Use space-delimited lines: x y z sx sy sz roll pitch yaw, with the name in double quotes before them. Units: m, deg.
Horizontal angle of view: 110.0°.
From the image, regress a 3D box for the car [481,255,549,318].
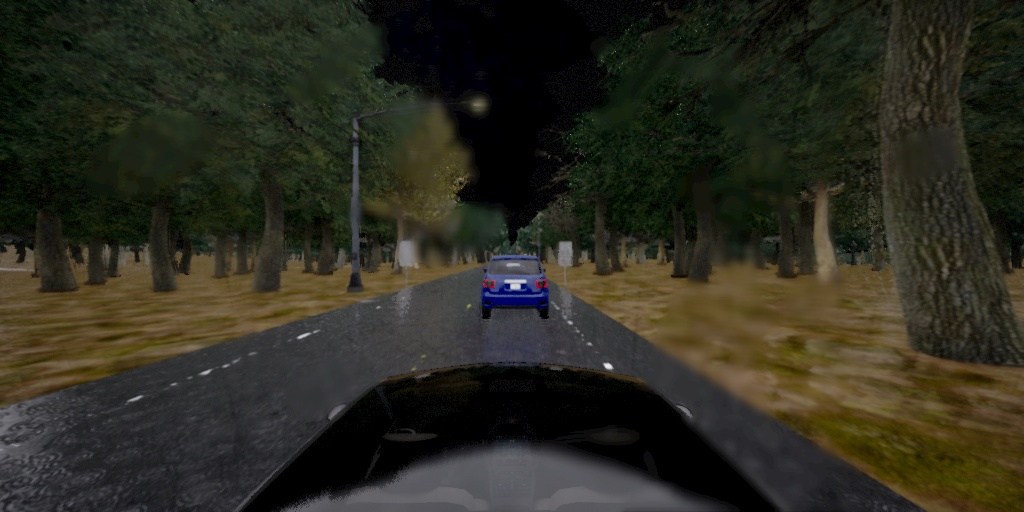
"car" 0.102 0.997 13.217 2.150 2.045 5.566 0 0 0
